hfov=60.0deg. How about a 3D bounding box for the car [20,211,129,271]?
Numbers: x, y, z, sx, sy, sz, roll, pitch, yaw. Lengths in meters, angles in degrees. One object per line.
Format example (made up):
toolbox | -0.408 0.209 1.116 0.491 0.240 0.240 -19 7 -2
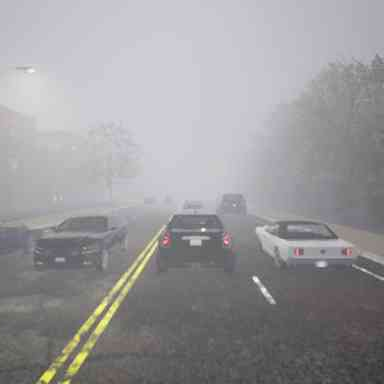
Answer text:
car | -3.352 1.444 10.945 1.882 1.535 5.008 0 0 0

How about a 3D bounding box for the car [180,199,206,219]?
car | 0.098 1.404 29.224 2.128 1.511 4.902 0 0 0

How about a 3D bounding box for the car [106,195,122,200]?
car | -20.699 1.560 88.235 4.313 1.339 1.947 -1 1 -1

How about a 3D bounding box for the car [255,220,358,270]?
car | 3.349 1.568 10.810 1.895 1.301 4.718 0 0 0

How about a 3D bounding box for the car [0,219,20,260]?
car | -6.602 1.569 10.513 1.895 1.301 4.718 0 0 0

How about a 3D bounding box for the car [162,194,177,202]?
car | -3.464 1.198 52.146 2.097 1.767 4.553 0 0 -1

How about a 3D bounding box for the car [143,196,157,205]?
car | -6.726 1.405 53.680 1.994 1.385 4.181 0 0 0

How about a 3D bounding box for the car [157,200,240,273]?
car | 0.099 1.320 10.711 2.097 1.767 4.553 0 0 0

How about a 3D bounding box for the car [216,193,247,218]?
car | 3.348 1.135 28.841 2.150 2.045 5.566 0 0 0
